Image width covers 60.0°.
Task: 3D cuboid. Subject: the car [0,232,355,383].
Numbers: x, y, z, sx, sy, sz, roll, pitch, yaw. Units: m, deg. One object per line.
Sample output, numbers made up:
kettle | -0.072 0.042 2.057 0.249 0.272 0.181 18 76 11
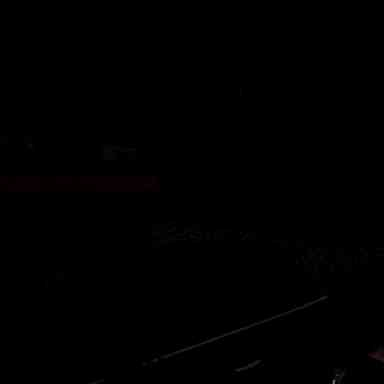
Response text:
car | -0.592 1.349 2.955 4.553 1.767 2.097 0 0 -35
